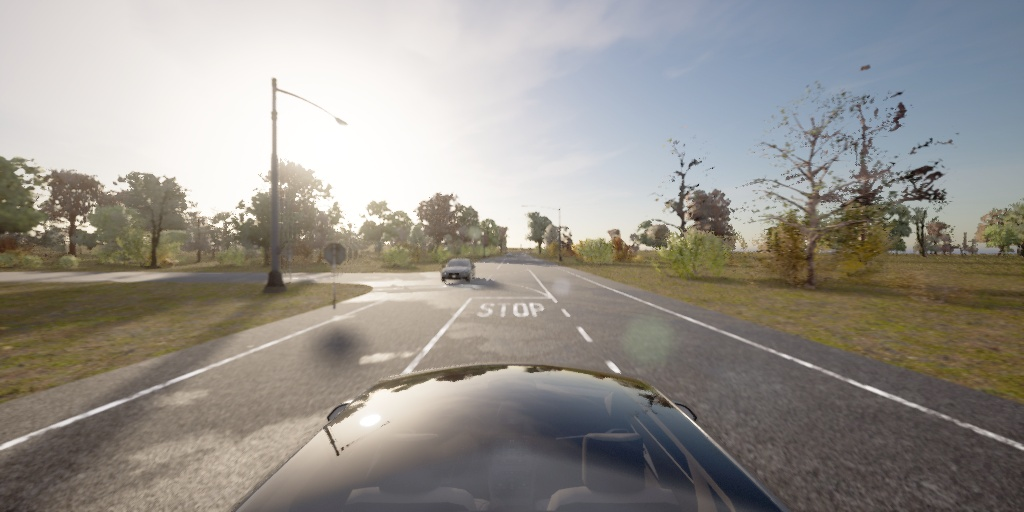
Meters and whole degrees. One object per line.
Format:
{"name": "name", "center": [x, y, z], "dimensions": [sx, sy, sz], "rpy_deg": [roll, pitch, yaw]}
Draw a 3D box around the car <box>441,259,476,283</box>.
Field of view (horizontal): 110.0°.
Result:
{"name": "car", "center": [-3.471, 0.943, 23.909], "dimensions": [1.837, 1.490, 4.892], "rpy_deg": [0, 1, 0]}
